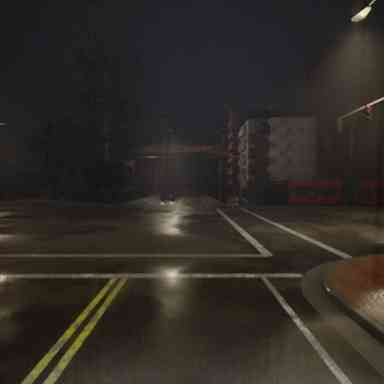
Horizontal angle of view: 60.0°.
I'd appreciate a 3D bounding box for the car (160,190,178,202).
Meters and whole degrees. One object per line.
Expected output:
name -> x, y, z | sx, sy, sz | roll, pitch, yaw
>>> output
car -> -3.497, 0.723, 48.098 | 2.033, 1.411, 5.357 | 0, 1, 0
